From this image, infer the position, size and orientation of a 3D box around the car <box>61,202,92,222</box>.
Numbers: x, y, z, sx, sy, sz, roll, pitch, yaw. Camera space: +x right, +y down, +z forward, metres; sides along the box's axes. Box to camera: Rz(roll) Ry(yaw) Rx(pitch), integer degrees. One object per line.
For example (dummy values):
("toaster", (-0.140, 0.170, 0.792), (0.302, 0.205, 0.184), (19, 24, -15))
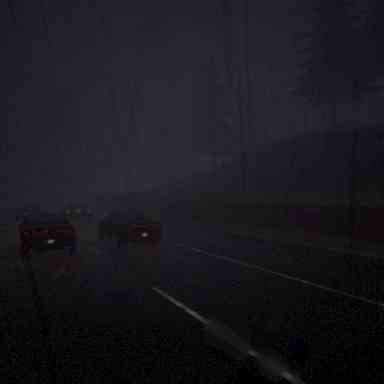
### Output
("car", (-9.936, 1.599, 28.059), (2.097, 1.767, 4.553), (0, 0, -28))

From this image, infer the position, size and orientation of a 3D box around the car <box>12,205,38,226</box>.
("car", (-13.044, 1.776, 26.449), (1.837, 1.490, 4.892), (0, 0, -28))

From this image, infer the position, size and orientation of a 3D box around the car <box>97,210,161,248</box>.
("car", (-3.099, 1.592, 15.636), (1.882, 1.535, 5.008), (0, 0, -28))

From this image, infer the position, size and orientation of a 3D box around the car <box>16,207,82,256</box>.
("car", (-6.170, 1.612, 13.956), (1.882, 1.535, 5.008), (0, 0, -28))
